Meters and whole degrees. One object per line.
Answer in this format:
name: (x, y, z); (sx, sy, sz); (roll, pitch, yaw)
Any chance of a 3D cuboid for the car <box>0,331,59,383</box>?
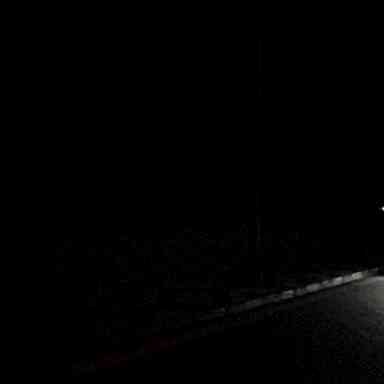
car: (-3.041, 1.581, 1.398); (4.718, 1.301, 1.895); (1, -1, -34)
